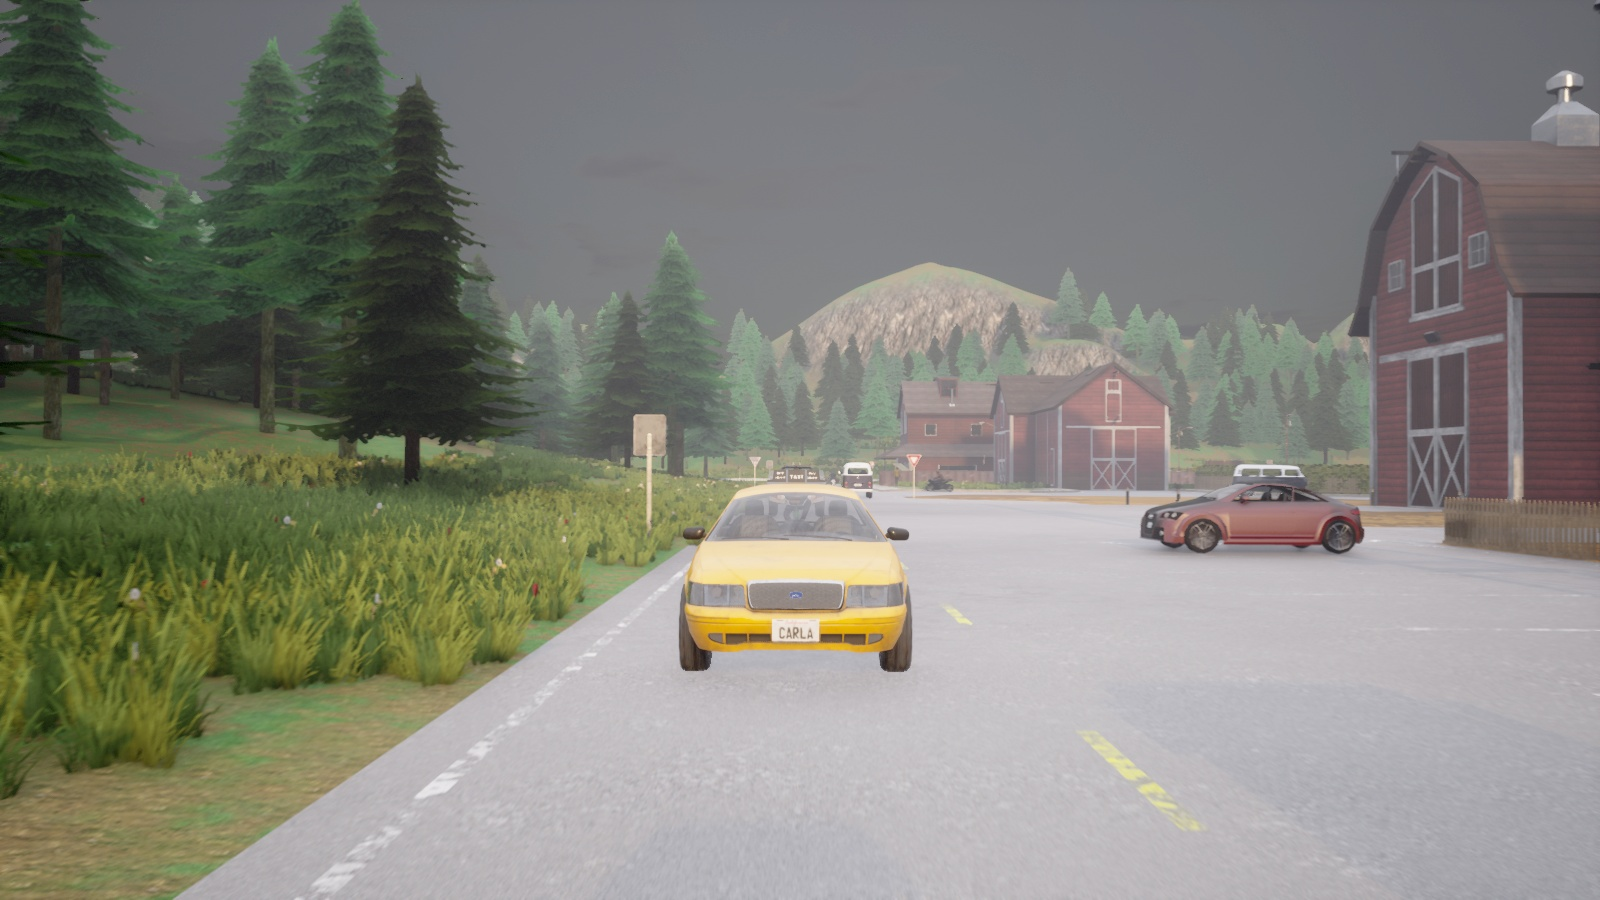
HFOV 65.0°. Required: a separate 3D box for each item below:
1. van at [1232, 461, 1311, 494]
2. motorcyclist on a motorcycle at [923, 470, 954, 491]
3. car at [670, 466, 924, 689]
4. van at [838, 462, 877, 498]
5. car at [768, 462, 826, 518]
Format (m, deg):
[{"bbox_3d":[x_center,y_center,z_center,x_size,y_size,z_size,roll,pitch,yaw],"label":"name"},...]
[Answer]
[{"bbox_3d":[29.434,1.713,78.566,4.480,2.038,2.069,0,-1,17],"label":"van"},{"bbox_3d":[9.724,2.134,88.052,2.044,1.523,0.797,0,-1,20],"label":"motorcyclist on a motorcycle"},{"bbox_3d":[-0.029,0.948,11.616,1.801,1.575,5.366,0,-1,0],"label":"car"},{"bbox_3d":[3.319,1.757,73.755,2.069,2.038,4.480,0,-1,0],"label":"van"},{"bbox_3d":[-0.107,1.371,44.165,1.932,1.855,4.605,0,-1,0],"label":"car"}]
